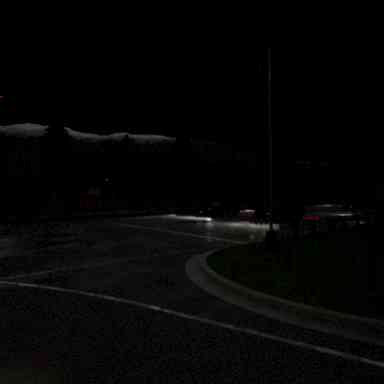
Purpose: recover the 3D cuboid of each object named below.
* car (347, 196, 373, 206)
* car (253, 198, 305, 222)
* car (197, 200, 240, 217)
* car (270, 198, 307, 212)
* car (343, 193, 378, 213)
[{"bbox_3d":[26.090,1.341,51.638,4.892,1.490,1.837,0,0,-40],"label":"car"},{"bbox_3d":[6.841,1.441,25.998,5.008,1.535,1.882,0,0,-41],"label":"car"},{"bbox_3d":[2.585,1.525,31.565,4.674,1.442,1.812,0,0,-41],"label":"car"},{"bbox_3d":[11.402,1.462,39.136,4.674,1.442,1.812,0,0,-41],"label":"car"},{"bbox_3d":[18.435,1.099,35.954,5.566,2.045,2.150,-1,0,-41],"label":"car"}]
